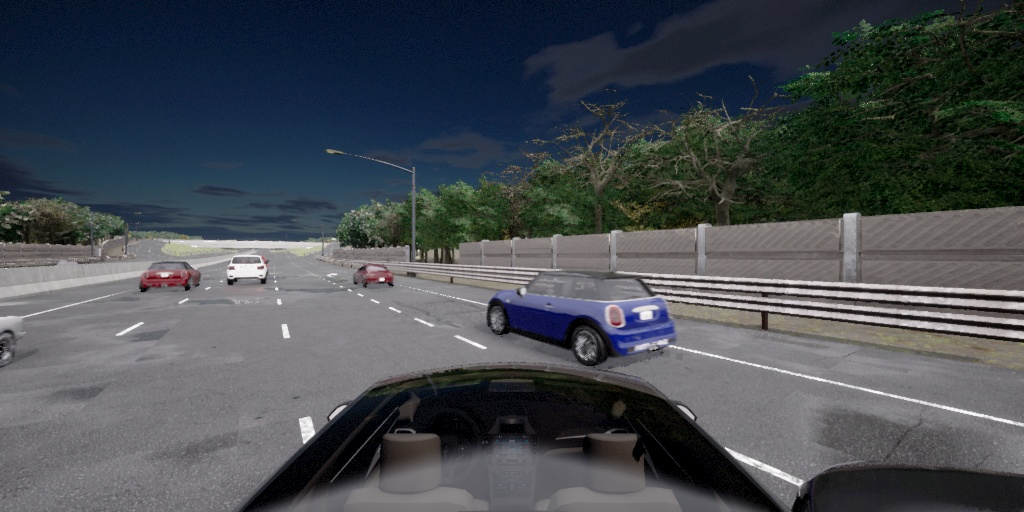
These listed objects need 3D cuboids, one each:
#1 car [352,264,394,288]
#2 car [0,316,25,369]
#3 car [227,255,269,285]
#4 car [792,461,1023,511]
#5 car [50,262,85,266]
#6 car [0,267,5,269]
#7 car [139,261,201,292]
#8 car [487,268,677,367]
[{"bbox_3d":[-9.282,1.268,23.937,1.812,1.442,4.674,0,0,-34],"label":"car"},{"bbox_3d":[-8.924,1.349,4.633,1.895,1.301,4.718,0,0,-34],"label":"car"},{"bbox_3d":[-19.283,0.957,26.244,2.150,2.045,5.566,0,0,-34],"label":"car"},{"bbox_3d":[2.984,1.315,0.502,4.181,1.385,1.994,0,0,34],"label":"car"},{"bbox_3d":[-40.976,1.241,33.141,1.812,1.442,4.674,0,0,-34],"label":"car"},{"bbox_3d":[-41.697,1.282,27.913,1.994,1.385,4.181,0,0,-34],"label":"car"},{"bbox_3d":[-20.350,1.089,21.548,2.097,1.767,4.553,0,0,-34],"label":"car"},{"bbox_3d":[1.265,1.102,8.313,2.097,1.767,4.553,0,0,-34],"label":"car"}]
